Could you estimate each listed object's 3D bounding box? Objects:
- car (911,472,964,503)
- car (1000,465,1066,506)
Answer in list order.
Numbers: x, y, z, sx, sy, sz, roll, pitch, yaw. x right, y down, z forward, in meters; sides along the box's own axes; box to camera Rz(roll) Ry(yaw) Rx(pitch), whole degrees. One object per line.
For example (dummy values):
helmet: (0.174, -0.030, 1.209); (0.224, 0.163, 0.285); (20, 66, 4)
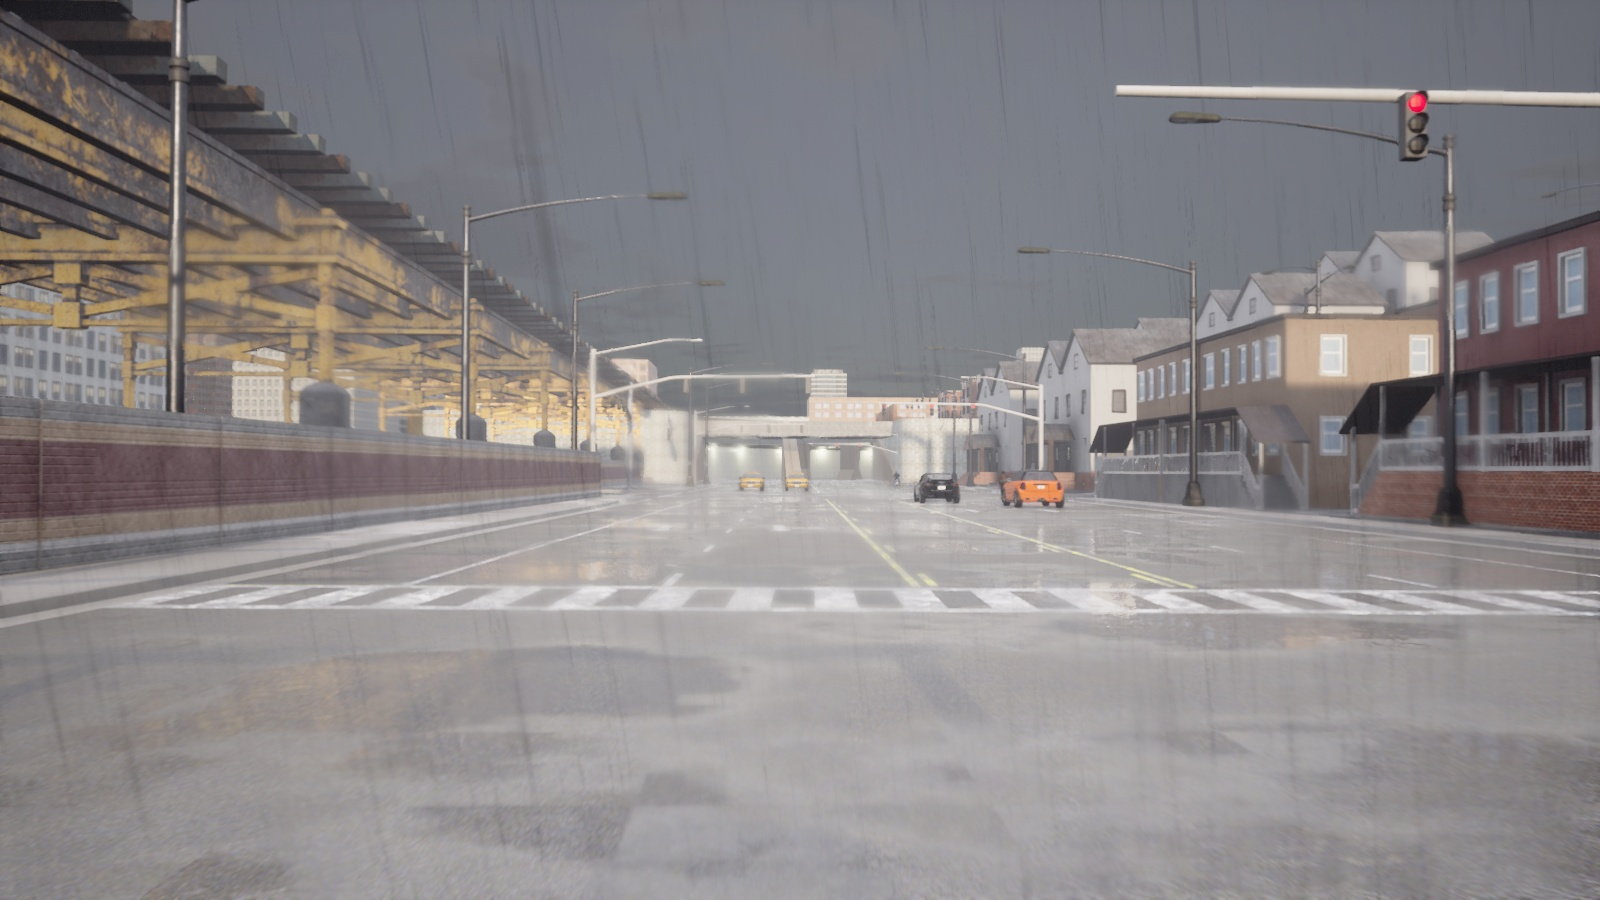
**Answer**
car: (6.859, 1.844, 63.127); (2.163, 1.488, 4.792); (0, -1, 0)
car: (10.374, 1.573, 56.235); (2.097, 1.767, 4.553); (0, -1, 0)
